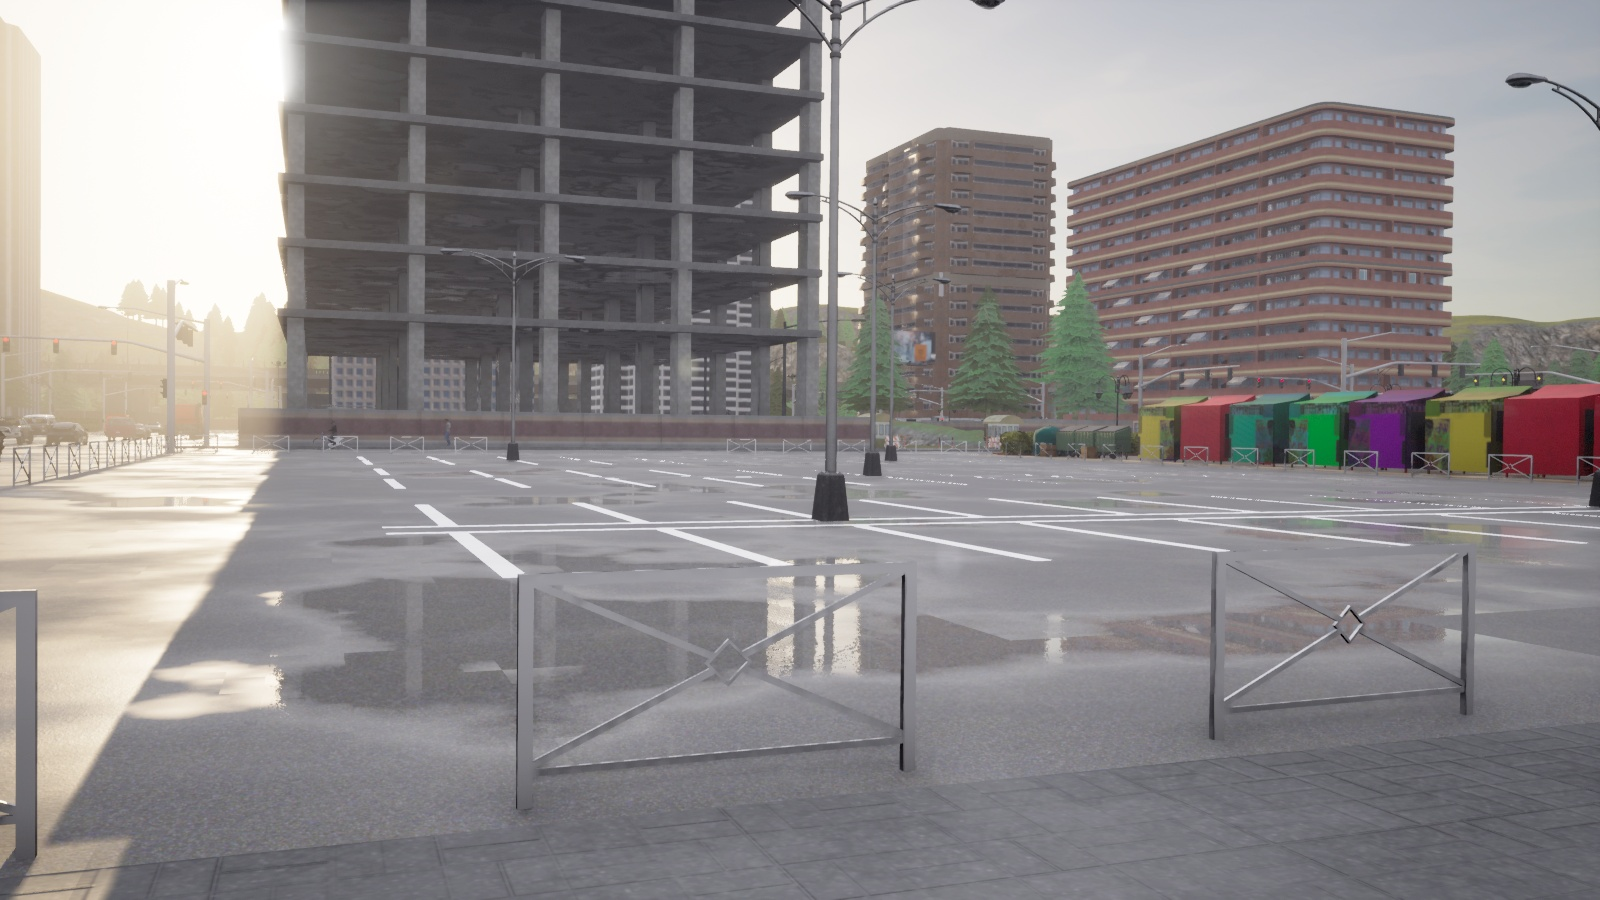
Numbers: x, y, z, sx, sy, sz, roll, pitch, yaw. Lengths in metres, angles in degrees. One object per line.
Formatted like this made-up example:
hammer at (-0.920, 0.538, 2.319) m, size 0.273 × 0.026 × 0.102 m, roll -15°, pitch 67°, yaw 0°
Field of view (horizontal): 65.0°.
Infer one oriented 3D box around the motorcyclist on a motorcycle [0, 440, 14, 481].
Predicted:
motorcyclist on a motorcycle at (-30.371, 0.392, 47.284) m, size 0.866 × 1.530 × 2.191 m, roll -1°, pitch 1°, yaw -21°

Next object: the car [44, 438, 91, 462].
car at (-47.313, -0.006, 81.162) m, size 1.837 × 1.490 × 4.892 m, roll -1°, pitch 1°, yaw -21°

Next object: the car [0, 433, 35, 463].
car at (-51.124, -0.155, 81.270) m, size 1.932 × 1.855 × 4.605 m, roll -1°, pitch 1°, yaw -21°
